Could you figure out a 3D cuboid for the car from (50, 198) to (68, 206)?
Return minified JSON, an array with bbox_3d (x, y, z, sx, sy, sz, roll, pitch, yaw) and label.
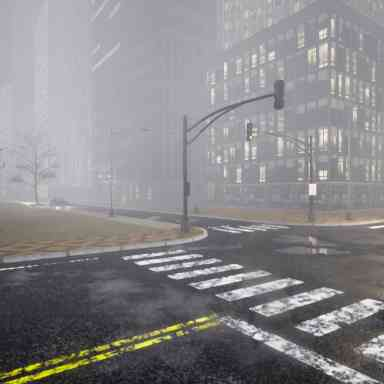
[{"bbox_3d":[-21.724,1.606,54.213,1.895,1.301,4.718,0,0,-35],"label":"car"}]
